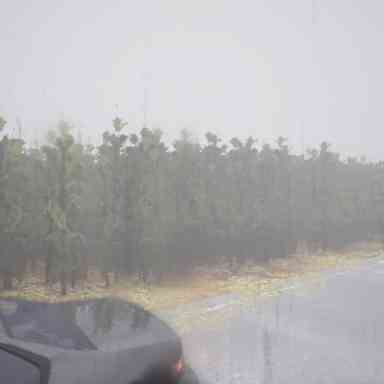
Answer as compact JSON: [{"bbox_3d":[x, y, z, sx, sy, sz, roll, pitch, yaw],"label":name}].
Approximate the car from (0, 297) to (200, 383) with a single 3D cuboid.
[{"bbox_3d":[-2.500,1.566,2.071,5.357,1.411,2.033,-1,0,-36],"label":"car"}]
